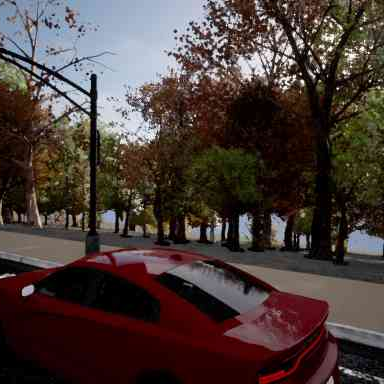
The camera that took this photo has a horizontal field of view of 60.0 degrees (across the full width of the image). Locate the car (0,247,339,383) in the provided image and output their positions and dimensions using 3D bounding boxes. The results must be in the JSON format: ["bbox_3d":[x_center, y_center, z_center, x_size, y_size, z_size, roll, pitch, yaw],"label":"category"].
[{"bbox_3d":[-0.849,1.477,4.283,5.008,1.535,1.882,0,0,35],"label":"car"}]
